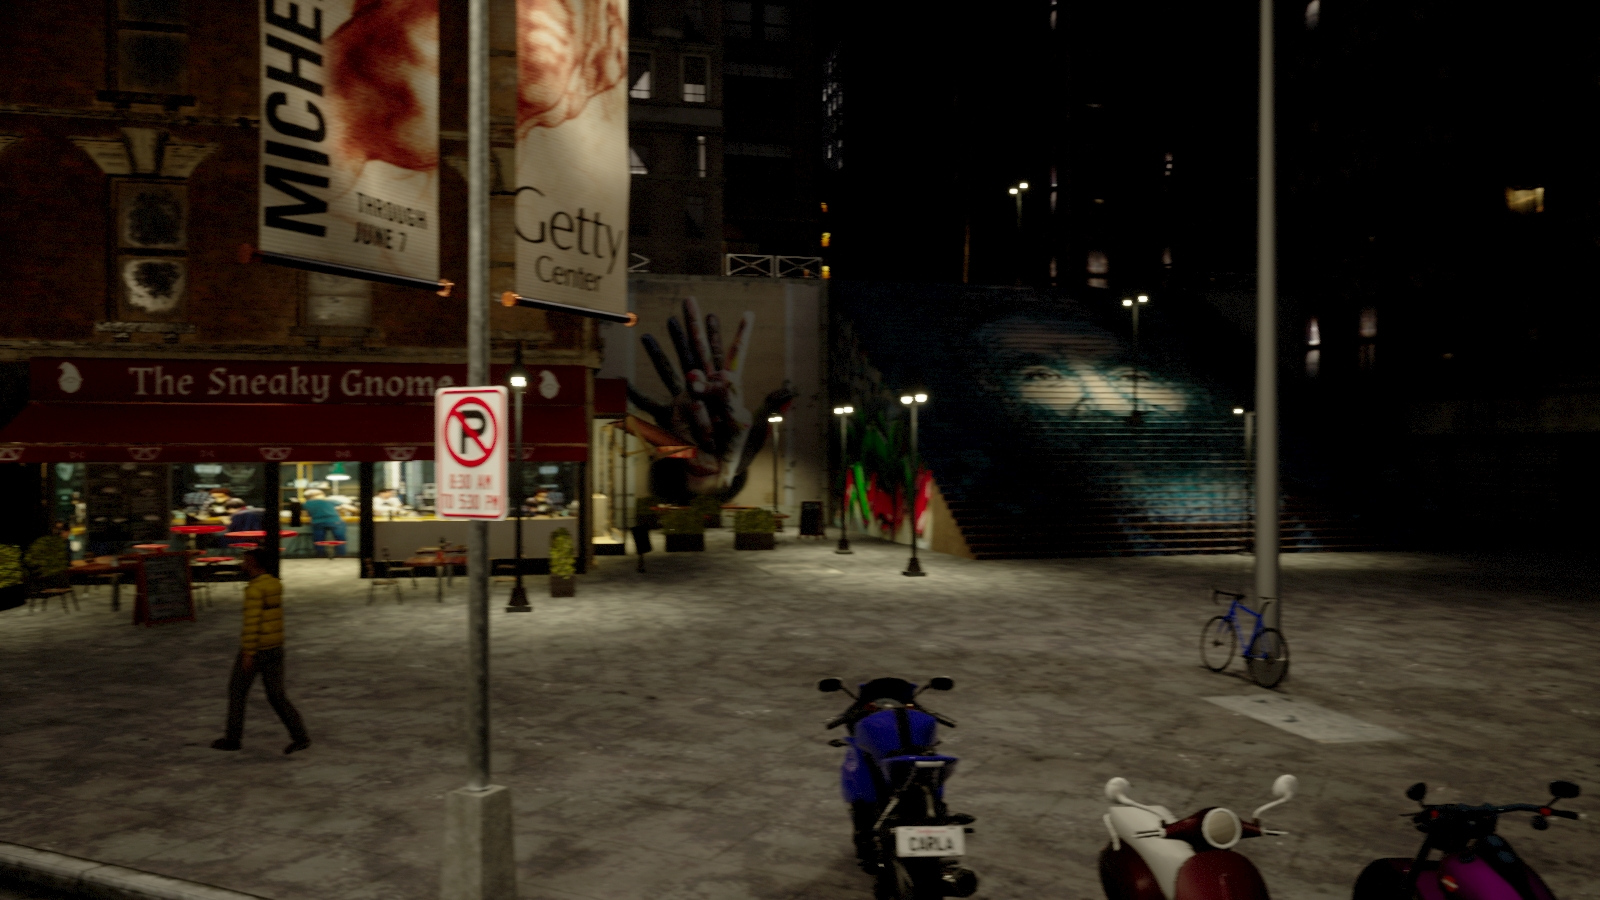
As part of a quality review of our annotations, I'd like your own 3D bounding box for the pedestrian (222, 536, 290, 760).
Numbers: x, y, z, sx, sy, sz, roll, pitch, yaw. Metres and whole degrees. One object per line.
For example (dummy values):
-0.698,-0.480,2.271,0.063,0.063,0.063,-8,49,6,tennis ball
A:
-4.707,1.692,9.894,0.375,1.860,0.375,0,0,13,pedestrian
